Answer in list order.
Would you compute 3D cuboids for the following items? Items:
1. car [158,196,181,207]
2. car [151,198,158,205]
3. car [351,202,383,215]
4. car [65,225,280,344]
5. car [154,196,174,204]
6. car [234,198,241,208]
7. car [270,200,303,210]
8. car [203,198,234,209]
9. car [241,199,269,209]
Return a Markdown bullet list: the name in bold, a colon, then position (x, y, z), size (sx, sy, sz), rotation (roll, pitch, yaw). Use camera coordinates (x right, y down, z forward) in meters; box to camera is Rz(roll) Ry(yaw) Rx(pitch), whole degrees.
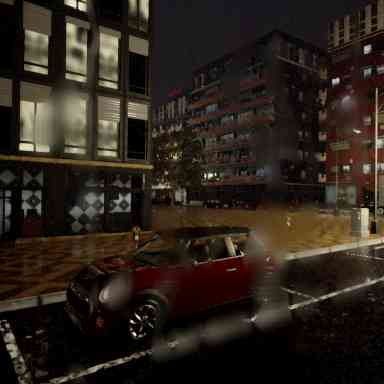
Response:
- **car**: position (-3.296, 1.733, 55.050), size (1.887, 1.381, 4.507), rotation (1, -1, -35)
- **car**: position (-6.565, 1.763, 59.683), size (1.887, 1.381, 4.507), rotation (1, -1, -35)
- **car**: position (19.901, 1.730, 36.710), size (1.947, 1.339, 4.313), rotation (1, -1, -35)
- **car**: position (-0.237, 1.441, 6.372), size (4.097, 1.590, 1.967), rotation (0, 1, -35)
- **car**: position (-6.253, 1.724, 73.779), size (2.192, 1.841, 5.009), rotation (1, -1, -35)
- **car**: position (6.824, 1.725, 55.244), size (1.967, 1.590, 4.097), rotation (1, -1, -35)
- **car**: position (13.362, 1.806, 45.976), size (1.802, 1.307, 4.206), rotation (1, -1, -35)
- **car**: position (3.243, 1.677, 45.783), size (2.008, 1.369, 4.403), rotation (1, -1, -35)
- **car**: position (10.093, 1.800, 50.610), size (1.887, 1.381, 4.507), rotation (1, -1, -35)
